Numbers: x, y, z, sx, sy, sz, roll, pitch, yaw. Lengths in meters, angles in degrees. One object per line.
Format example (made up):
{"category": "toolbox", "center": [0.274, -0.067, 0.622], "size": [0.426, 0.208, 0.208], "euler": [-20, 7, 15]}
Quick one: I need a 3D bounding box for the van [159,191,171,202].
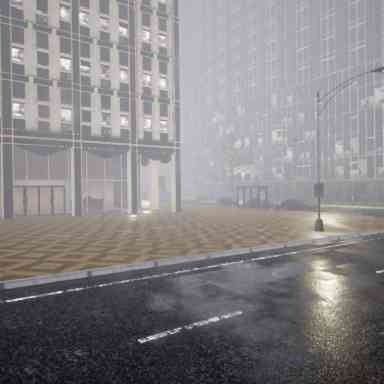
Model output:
{"category": "van", "center": [-4.387, 0.935, 59.343], "size": [1.690, 1.788, 3.998], "euler": [0, 1, -34]}

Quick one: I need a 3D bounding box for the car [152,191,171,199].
{"category": "car", "center": [-7.134, 0.612, 78.140], "size": [2.192, 1.841, 5.009], "euler": [0, 1, -34]}

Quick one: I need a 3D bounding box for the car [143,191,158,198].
{"category": "car", "center": [-10.352, 0.683, 82.826], "size": [1.967, 1.590, 4.097], "euler": [0, 1, -34]}

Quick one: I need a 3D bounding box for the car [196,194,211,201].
{"category": "car", "center": [2.520, 1.041, 64.089], "size": [1.802, 1.307, 4.206], "euler": [-1, 1, -34]}

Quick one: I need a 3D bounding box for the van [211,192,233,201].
{"category": "van", "center": [5.738, 0.853, 59.401], "size": [1.690, 1.788, 3.998], "euler": [-1, 1, -34]}

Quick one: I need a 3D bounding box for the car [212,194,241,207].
{"category": "car", "center": [5.221, 1.318, 45.262], "size": [1.947, 1.339, 4.313], "euler": [-1, 1, -34]}

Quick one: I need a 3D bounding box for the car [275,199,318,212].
{"category": "car", "center": [11.595, 1.422, 35.848], "size": [1.947, 1.339, 4.313], "euler": [-1, 1, -34]}

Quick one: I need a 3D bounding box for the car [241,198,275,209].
{"category": "car", "center": [8.391, 1.386, 40.545], "size": [1.802, 1.307, 4.206], "euler": [-1, 1, -34]}

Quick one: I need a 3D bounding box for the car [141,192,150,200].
{"category": "car", "center": [-10.824, 1.037, 68.715], "size": [2.008, 1.369, 4.403], "euler": [0, 1, -34]}
